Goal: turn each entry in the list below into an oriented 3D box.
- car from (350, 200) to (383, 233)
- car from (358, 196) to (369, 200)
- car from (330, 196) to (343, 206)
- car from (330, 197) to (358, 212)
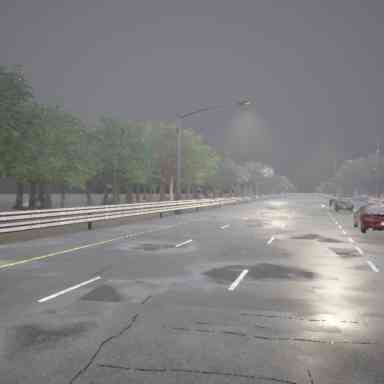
[{"bbox_3d":[10.636,1.477,19.312,1.882,1.535,5.008,0,0,20],"label":"car"},{"bbox_3d":[40.671,1.539,79.369,1.994,1.385,4.181,0,0,45],"label":"car"},{"bbox_3d":[23.604,1.489,54.400,1.882,1.535,5.008,0,0,24],"label":"car"},{"bbox_3d":[17.528,1.488,38.581,2.128,1.511,4.902,0,0,20],"label":"car"}]
